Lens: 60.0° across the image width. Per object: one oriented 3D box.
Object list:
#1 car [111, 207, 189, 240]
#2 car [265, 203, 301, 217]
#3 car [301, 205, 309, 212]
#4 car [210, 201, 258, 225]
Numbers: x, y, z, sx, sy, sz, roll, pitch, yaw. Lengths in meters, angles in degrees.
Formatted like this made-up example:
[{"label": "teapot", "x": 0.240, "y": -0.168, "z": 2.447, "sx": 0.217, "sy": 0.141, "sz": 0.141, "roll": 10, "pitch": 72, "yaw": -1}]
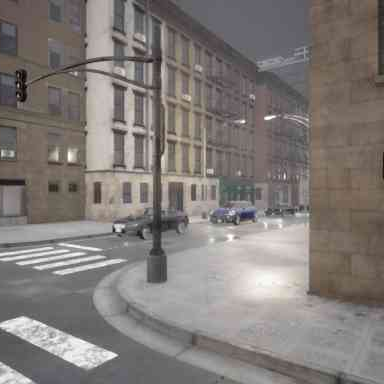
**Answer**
[{"label": "car", "x": -2.086, "y": 1.568, "z": 17.788, "sx": 2.128, "sy": 1.511, "sz": 4.902, "roll": 0, "pitch": 0, "yaw": 35}, {"label": "car", "x": 8.976, "y": 1.777, "z": 33.316, "sx": 1.895, "sy": 1.301, "sz": 4.718, "roll": 0, "pitch": 0, "yaw": 35}, {"label": "car", "x": 14.890, "y": 1.832, "z": 41.566, "sx": 1.895, "sy": 1.301, "sz": 4.718, "roll": 0, "pitch": 0, "yaw": 36}, {"label": "car", "x": 3.254, "y": 1.476, "z": 25.306, "sx": 2.097, "sy": 1.767, "sz": 4.553, "roll": 0, "pitch": 0, "yaw": 36}]
